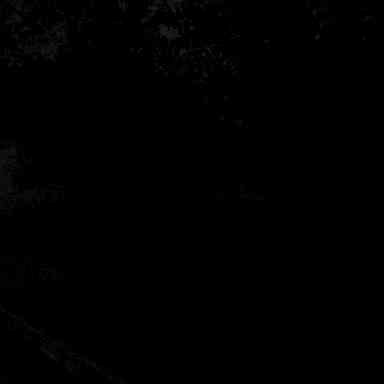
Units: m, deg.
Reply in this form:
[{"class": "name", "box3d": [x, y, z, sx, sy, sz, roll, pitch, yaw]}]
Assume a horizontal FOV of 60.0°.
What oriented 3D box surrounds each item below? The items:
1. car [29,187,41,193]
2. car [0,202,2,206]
[{"class": "car", "box3d": [-32.836, -0.320, 69.598, 2.097, 1.767, 4.553, 0, 2, -20]}, {"class": "car", "box3d": [-21.812, 1.170, 34.829, 2.033, 1.411, 5.357, -1, 1, -12]}]
